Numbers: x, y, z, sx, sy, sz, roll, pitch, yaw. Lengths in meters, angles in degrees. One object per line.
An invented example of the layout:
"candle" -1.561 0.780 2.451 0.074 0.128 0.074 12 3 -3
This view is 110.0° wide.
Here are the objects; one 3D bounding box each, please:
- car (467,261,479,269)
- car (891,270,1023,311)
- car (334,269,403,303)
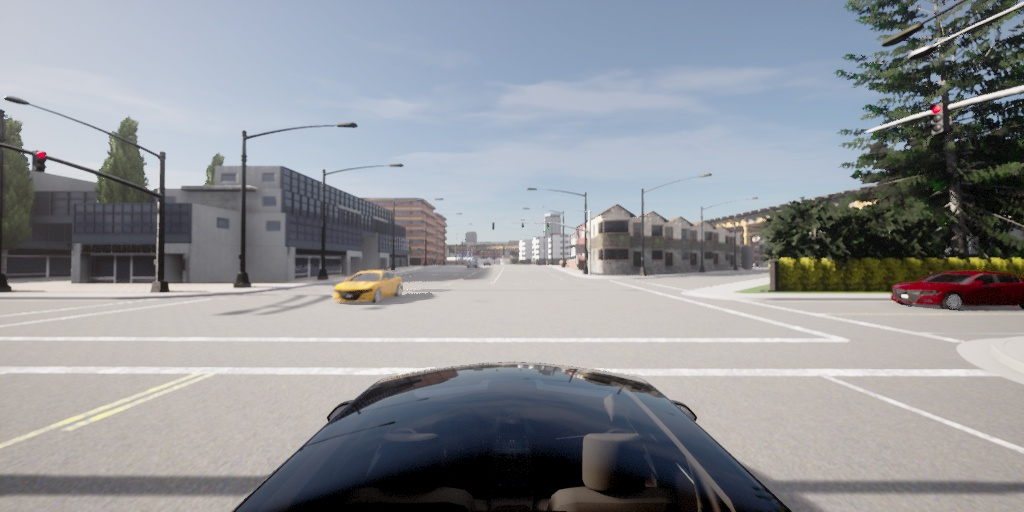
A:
"car" -6.965 1.590 64.139 2.128 1.511 4.902 0 1 0
"car" 18.676 1.364 14.752 5.008 1.535 1.882 0 -1 0
"car" -6.992 1.464 17.900 1.882 1.535 5.008 0 0 0
